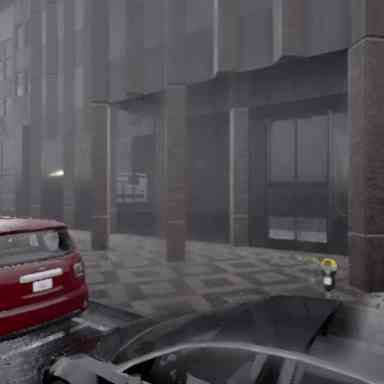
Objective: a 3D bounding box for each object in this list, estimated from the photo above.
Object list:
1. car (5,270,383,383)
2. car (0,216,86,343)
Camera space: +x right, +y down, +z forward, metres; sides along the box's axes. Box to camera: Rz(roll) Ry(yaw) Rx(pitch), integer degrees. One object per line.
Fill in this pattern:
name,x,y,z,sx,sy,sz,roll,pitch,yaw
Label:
car,0.613,1.573,2.635,4.313,1.339,1.947,-1,0,36
car,-3.965,1.364,5.906,5.009,1.841,2.192,-1,0,36
